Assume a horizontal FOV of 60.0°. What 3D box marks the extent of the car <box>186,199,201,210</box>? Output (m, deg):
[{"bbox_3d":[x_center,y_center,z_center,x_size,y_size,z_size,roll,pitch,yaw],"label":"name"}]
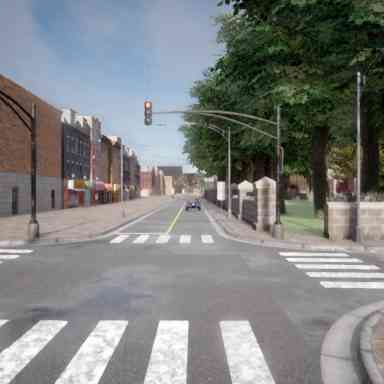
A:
[{"bbox_3d":[0.162,1.530,42.189,2.033,1.411,5.357,0,0,0],"label":"car"}]
